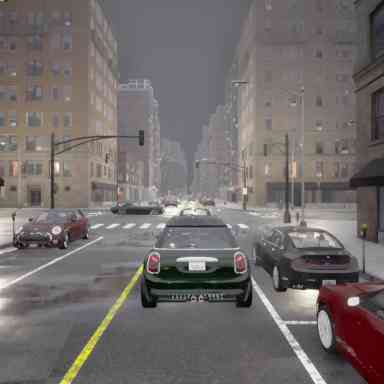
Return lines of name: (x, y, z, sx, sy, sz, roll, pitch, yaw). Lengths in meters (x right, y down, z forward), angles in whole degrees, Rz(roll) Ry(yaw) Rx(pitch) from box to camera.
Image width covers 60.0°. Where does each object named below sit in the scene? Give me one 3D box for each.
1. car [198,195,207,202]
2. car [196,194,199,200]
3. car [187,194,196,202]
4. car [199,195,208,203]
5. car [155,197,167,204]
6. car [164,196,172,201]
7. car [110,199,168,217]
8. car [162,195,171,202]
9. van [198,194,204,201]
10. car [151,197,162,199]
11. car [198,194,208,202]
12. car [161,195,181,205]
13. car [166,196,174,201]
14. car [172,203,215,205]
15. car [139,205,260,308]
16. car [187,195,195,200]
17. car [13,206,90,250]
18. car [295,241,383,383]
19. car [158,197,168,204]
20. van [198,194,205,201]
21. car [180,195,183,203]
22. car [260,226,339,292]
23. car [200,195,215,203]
car: (2.482, 1.559, 80.162, 1.967, 1.590, 4.097, 0, 0, 0)
car: (2.559, 1.399, 69.148, 2.192, 1.841, 5.009, 0, 0, 0)
car: (-0.189, 1.706, 80.130, 1.895, 1.301, 4.718, 0, 0, 0)
car: (2.520, 1.540, 74.656, 1.967, 1.590, 4.097, 0, 0, 0)
car: (-5.929, 1.613, 63.587, 1.887, 1.381, 4.507, 0, 0, 0)
car: (-6.082, 1.721, 85.619, 1.802, 1.307, 4.206, 0, 0, 0)
car: (-4.860, 1.578, 30.285, 4.718, 1.301, 1.895, 0, 0, 0)
car: (-6.043, 1.558, 80.111, 1.967, 1.590, 4.097, 0, 0, 0)
van: (2.405, 1.503, 91.176, 1.690, 1.788, 3.998, 0, 0, 0)
car: (-5.852, 1.595, 52.571, 2.008, 1.369, 4.403, 0, 0, 0)
car: (2.595, 1.595, 63.811, 1.752, 1.417, 4.829, 0, 0, 0)
car: (-3.073, 1.588, 50.245, 2.033, 1.411, 5.357, 0, 0, -1)
car: (-6.121, 1.727, 91.127, 1.947, 1.339, 4.313, 0, 0, 0)
car: (0.137, 1.497, 15.400, 2.128, 1.511, 4.902, 0, 0, 0)
car: (0.069, 1.355, 8.097, 2.097, 1.767, 4.553, 0, 0, -1)
car: (-0.259, 1.542, 90.105, 1.994, 1.385, 4.181, 0, 0, 0)
car: (-5.815, 1.445, 14.209, 1.967, 1.590, 4.097, 0, 0, 0)
car: (2.683, 1.545, 3.209, 1.887, 1.381, 4.507, 0, 0, 0)
car: (-5.968, 1.665, 69.095, 1.802, 1.307, 4.206, 0, 0, 0)
van: (2.444, 1.481, 85.670, 1.690, 1.788, 3.998, 0, 0, 0)
car: (-3.125, 1.661, 60.063, 1.895, 1.301, 4.718, 0, 0, 0)
car: (2.697, 1.553, 8.700, 2.008, 1.369, 4.403, 0, 0, 0)
car: (2.673, 1.590, 52.627, 1.887, 1.381, 4.507, 0, 0, 0)
